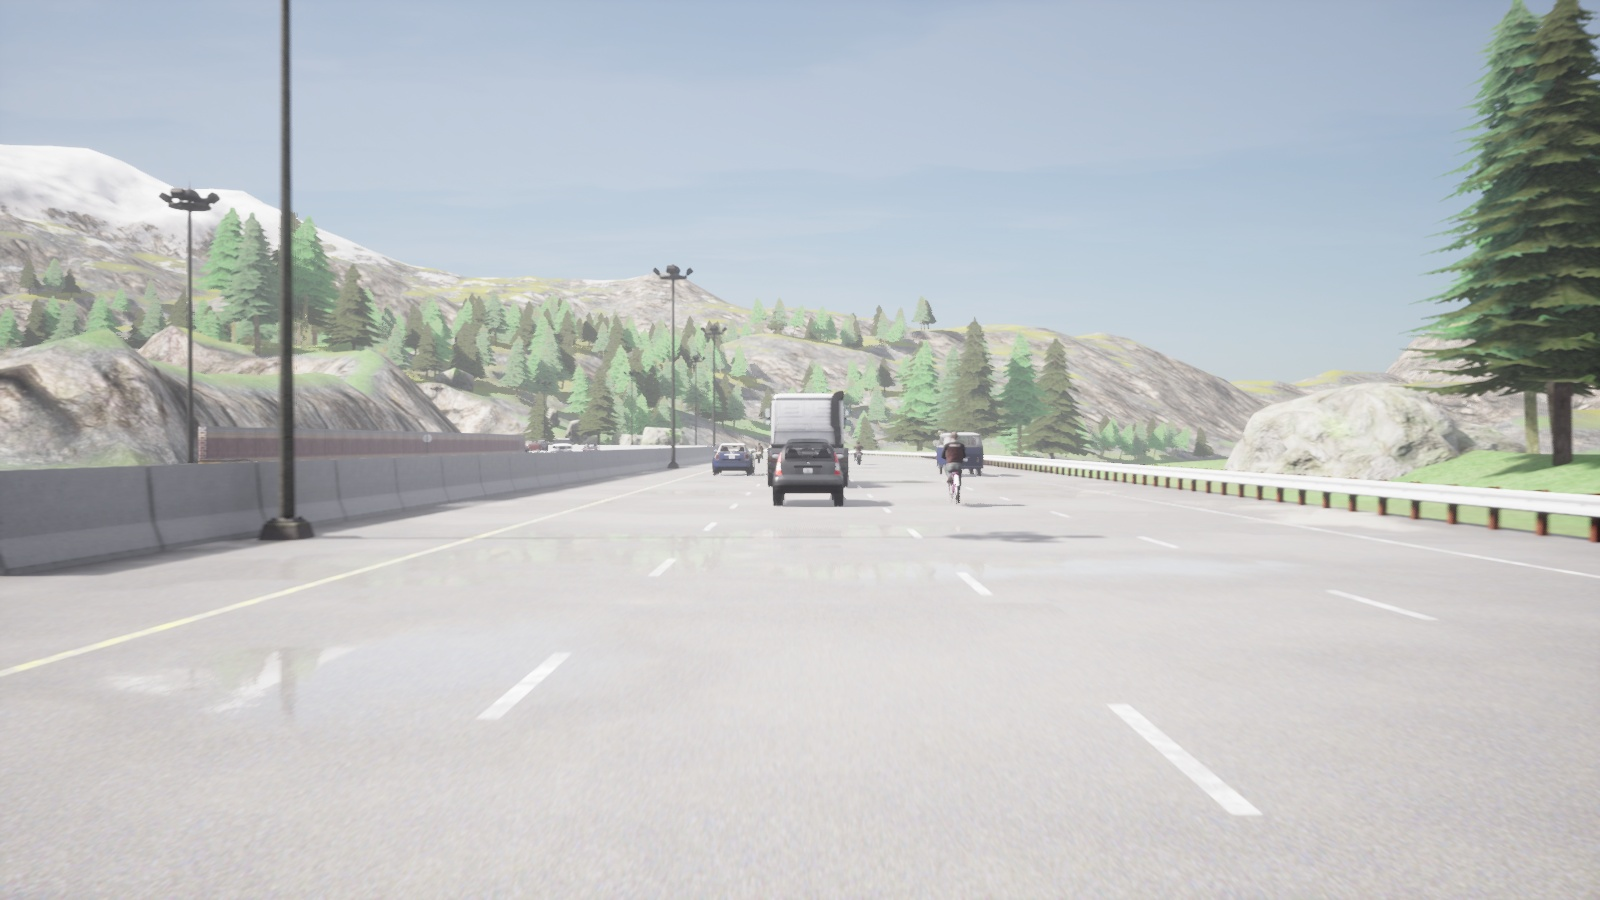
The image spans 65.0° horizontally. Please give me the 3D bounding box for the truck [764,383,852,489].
[{"bbox_3d":[0.275,-0.487,45.162,2.891,3.462,7.936,0,0,0],"label":"truck"}]

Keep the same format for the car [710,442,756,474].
[{"bbox_3d":[-3.139,0.375,59.854,1.970,1.475,3.806,0,0,0],"label":"car"}]

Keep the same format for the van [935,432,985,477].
[{"bbox_3d":[7.350,0.181,58.061,1.775,1.987,4.442,0,0,0],"label":"van"}]

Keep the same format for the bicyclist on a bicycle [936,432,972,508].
[{"bbox_3d":[3.690,0.451,30.173,0.659,1.776,1.843,0,0,0],"label":"bicyclist on a bicycle"}]

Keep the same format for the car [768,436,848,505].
[{"bbox_3d":[0.196,0.470,31.261,1.851,1.617,3.988,0,0,0],"label":"car"}]
